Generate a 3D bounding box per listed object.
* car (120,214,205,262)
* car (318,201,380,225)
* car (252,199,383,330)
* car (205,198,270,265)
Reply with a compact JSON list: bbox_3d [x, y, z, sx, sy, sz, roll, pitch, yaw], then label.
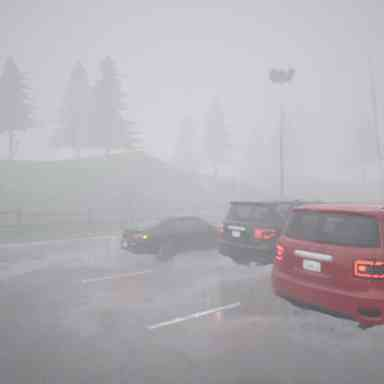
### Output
[{"bbox_3d":[-0.298,1.532,12.133,4.674,1.442,1.812,0,0,-36],"label":"car"},{"bbox_3d":[11.899,1.514,25.136,4.902,1.511,2.128,0,0,-36],"label":"car"},{"bbox_3d":[3.997,1.226,6.598,5.566,2.045,2.150,0,0,-36],"label":"car"},{"bbox_3d":[3.358,1.227,10.443,5.566,2.045,2.150,0,0,-36],"label":"car"}]
